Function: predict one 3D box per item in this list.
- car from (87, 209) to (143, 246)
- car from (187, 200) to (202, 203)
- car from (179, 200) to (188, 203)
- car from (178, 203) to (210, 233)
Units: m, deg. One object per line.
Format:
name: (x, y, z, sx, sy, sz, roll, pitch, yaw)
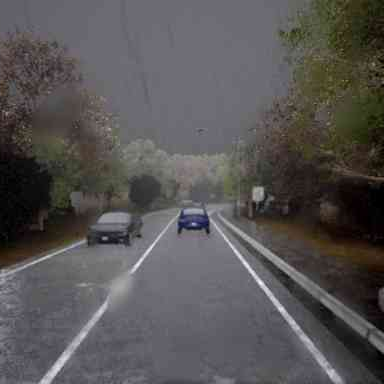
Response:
car: (-3.579, 1.632, 16.163, 1.882, 1.535, 5.008, 0, 0, 0)
car: (0.827, 2.036, 43.313, 1.994, 1.385, 4.181, 0, -1, 5)
car: (-0.936, 2.098, 56.974, 1.837, 1.490, 4.892, 1, 0, 11)
car: (0.101, 1.688, 21.256, 1.882, 1.535, 5.008, 0, -1, 0)
